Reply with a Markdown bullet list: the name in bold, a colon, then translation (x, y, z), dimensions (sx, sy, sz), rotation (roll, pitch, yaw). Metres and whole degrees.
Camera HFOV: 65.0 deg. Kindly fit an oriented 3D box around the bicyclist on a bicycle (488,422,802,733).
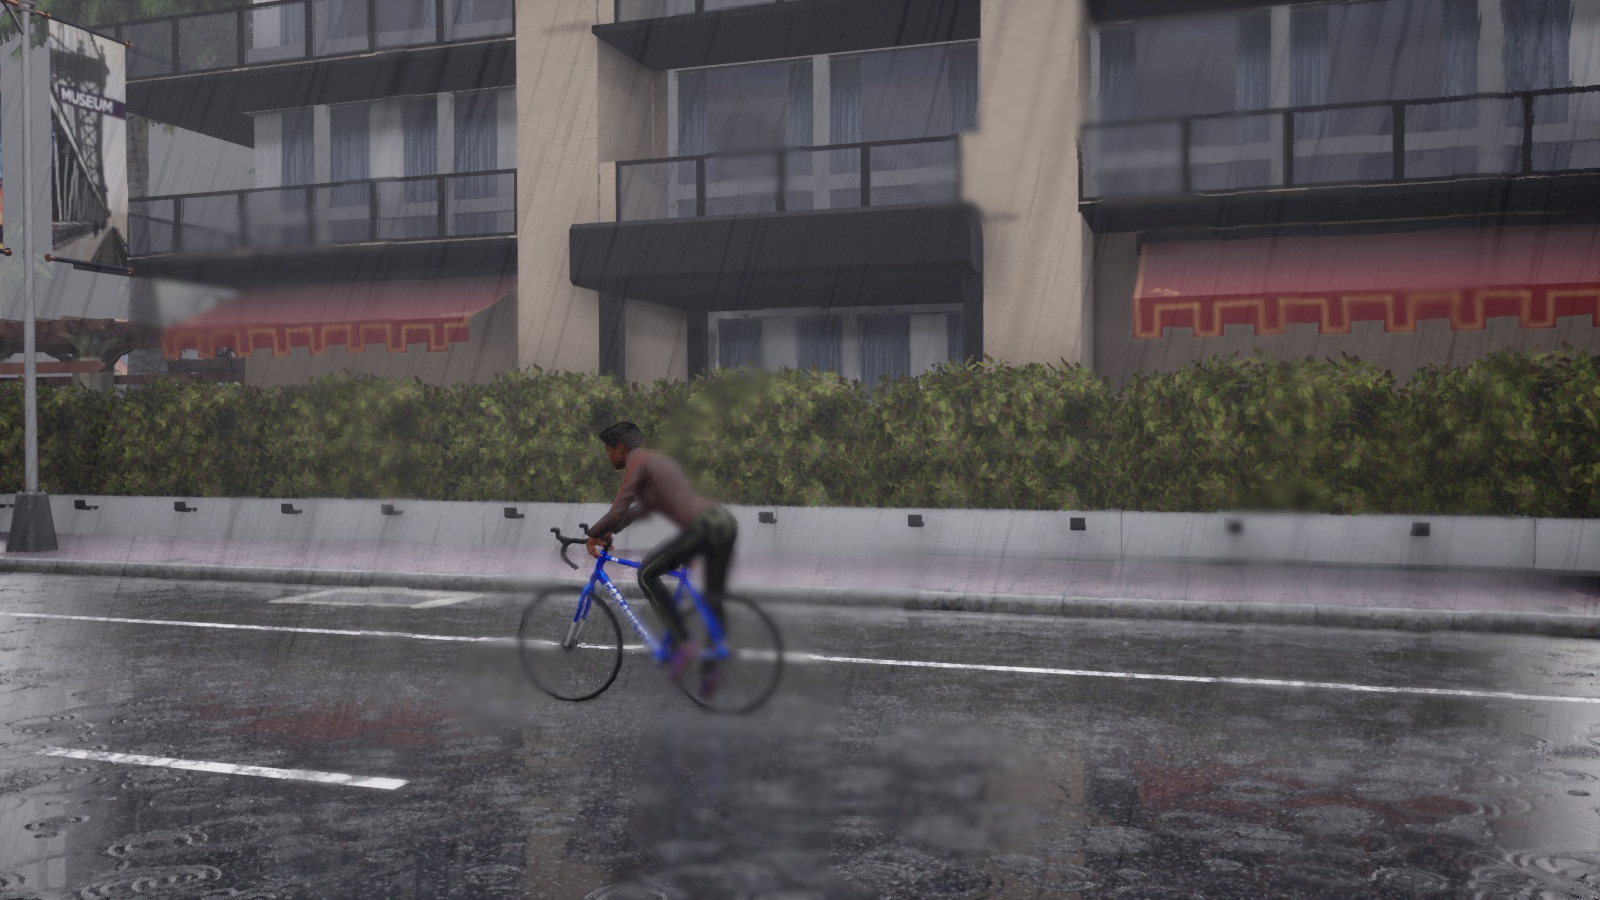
- **bicyclist on a bicycle**: translation (-0.877, 0.662, 7.112), dimensions (1.656, 1.620, 0.582), rotation (1, 1, 18)
